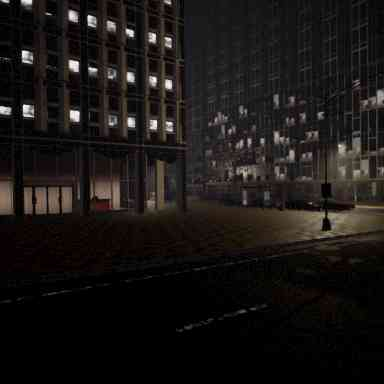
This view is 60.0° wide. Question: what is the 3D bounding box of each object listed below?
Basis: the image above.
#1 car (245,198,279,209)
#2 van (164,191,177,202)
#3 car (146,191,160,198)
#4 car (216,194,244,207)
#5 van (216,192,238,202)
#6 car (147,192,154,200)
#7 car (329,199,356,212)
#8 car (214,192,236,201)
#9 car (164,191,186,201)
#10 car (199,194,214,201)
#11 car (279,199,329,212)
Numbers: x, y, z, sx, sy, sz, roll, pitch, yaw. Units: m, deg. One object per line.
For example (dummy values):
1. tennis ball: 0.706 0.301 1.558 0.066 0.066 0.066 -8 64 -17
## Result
1. car: 8.943 1.388 40.935 1.802 1.307 4.206 0 1 -34
2. van: -3.833 0.937 59.734 1.690 1.788 3.998 0 1 -34
3. car: -9.795 0.686 83.218 1.967 1.590 4.097 0 1 -34
4. car: 5.774 1.319 45.652 1.947 1.339 4.313 0 1 -34
5. van: 6.292 0.855 59.791 1.690 1.788 3.998 0 1 -34
6. car: -10.268 1.040 69.107 2.008 1.369 4.403 0 1 -34
7. car: 15.312 1.430 36.419 1.895 1.301 4.718 -1 1 -34
8. car: 5.993 1.033 49.995 2.097 1.767 4.553 -1 1 -34
9. car: -3.327 0.686 63.727 2.097 1.767 4.553 -1 1 -34
10. car: 3.076 1.043 64.479 1.802 1.307 4.206 0 1 -34
11. car: 12.147 1.423 36.237 1.947 1.339 4.313 0 1 -34
